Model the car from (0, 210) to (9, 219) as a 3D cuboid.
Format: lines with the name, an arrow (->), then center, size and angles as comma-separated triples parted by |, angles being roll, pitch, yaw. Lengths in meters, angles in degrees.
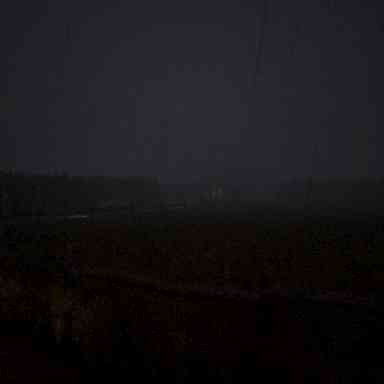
car -> -14.668, 1.547, 21.186 | 2.033, 1.411, 5.357 | 0, 0, 29

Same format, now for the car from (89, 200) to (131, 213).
car -> -8.019, 1.508, 32.977 | 1.812, 1.442, 4.674 | 0, 1, 31

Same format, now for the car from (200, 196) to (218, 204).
car -> 2.465, 1.338, 46.844 | 2.128, 1.511, 4.902 | 0, 1, 18
